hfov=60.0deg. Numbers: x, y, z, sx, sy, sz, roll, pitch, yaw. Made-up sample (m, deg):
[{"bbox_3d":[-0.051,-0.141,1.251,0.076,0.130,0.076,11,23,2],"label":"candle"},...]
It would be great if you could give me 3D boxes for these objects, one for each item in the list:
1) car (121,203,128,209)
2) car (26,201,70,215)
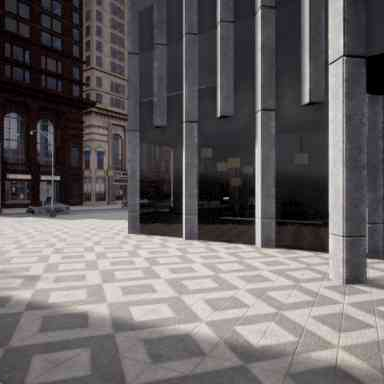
[{"bbox_3d":[-7.208,1.650,45.682,2.033,1.411,5.357,0,0,36],"label":"car"},{"bbox_3d":[-15.001,1.629,34.781,1.994,1.385,4.181,0,0,36],"label":"car"}]
